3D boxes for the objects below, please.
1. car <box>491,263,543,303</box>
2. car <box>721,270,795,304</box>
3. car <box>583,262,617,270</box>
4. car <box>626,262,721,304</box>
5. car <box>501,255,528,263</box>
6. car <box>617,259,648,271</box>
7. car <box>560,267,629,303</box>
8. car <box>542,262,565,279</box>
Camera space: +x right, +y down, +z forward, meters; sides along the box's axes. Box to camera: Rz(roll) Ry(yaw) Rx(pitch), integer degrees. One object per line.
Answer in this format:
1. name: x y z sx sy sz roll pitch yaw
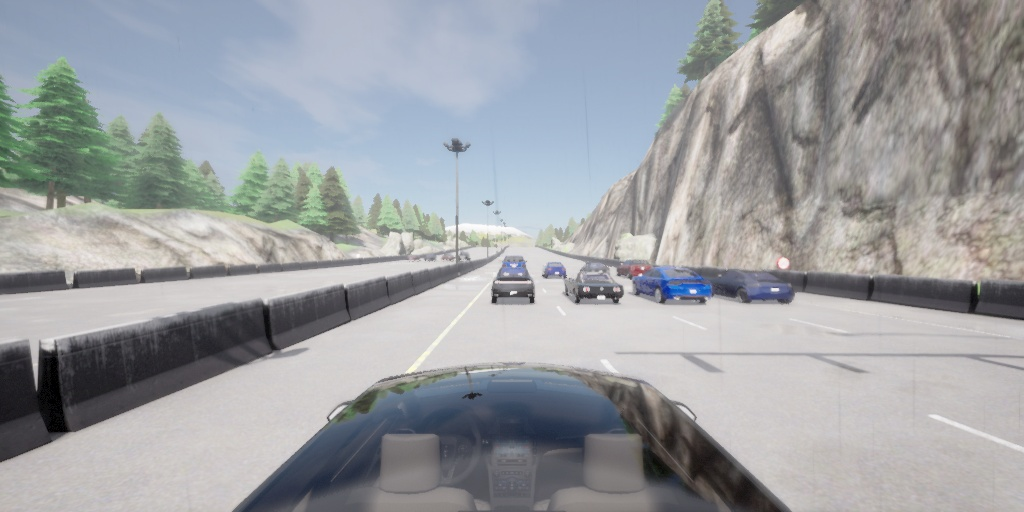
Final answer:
1. car: 0.063 1.243 16.457 2.128 1.511 4.902 0 0 0
2. car: 10.563 1.320 16.375 1.994 1.385 4.181 0 0 0
3. car: 7.180 1.234 31.398 2.033 1.411 5.357 0 0 0
4. car: 7.063 1.233 16.402 1.882 1.535 5.008 0 0 0
5. car: 0.180 0.928 31.481 2.150 2.045 5.566 0 0 0
6. car: 10.679 1.037 31.340 2.097 1.767 4.553 0 0 0
7. car: 3.563 1.364 16.460 1.895 1.301 4.718 0 0 0
8. car: 3.680 1.204 31.425 1.812 1.442 4.674 0 0 0
